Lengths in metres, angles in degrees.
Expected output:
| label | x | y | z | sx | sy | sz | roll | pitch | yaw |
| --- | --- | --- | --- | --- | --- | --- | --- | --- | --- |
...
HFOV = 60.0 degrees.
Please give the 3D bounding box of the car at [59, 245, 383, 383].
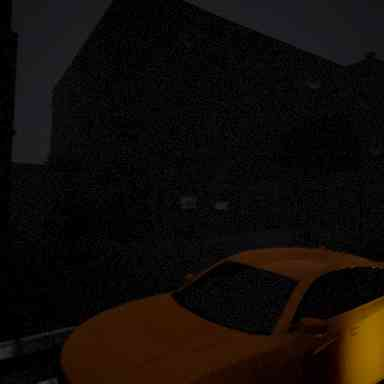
| label | x | y | z | sx | sy | sz | roll | pitch | yaw |
| --- | --- | --- | --- | --- | --- | --- | --- | --- | --- |
| car | 1.064 | 1.476 | 3.999 | 5.008 | 1.535 | 1.882 | 0 | 0 | -34 |
